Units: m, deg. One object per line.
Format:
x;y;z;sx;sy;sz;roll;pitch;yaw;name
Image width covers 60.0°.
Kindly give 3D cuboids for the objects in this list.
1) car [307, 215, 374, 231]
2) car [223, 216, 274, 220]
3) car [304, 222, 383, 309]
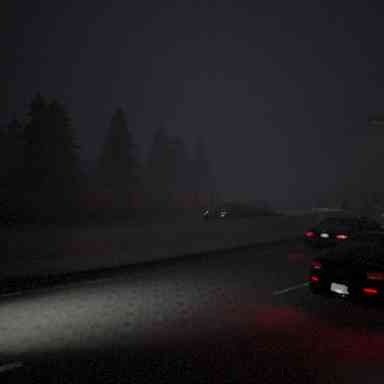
6.819;1.720;14.297;5.357;1.411;2.033;1;-1;-44;car
3.910;1.766;21.533;2.033;1.411;5.357;0;-1;45;car
4.469;1.623;7.547;4.674;1.442;1.812;1;-1;-40;car
